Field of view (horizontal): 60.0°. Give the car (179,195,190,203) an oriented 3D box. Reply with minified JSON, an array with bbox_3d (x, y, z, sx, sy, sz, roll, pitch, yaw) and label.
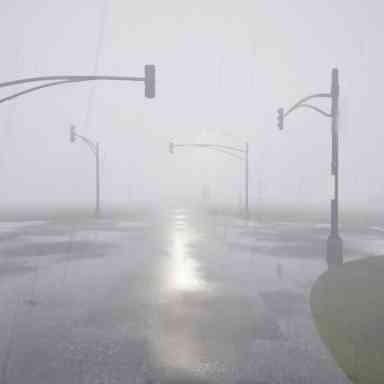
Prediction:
[{"bbox_3d":[-1.630,1.384,69.889,2.097,1.767,4.553,0,0,-3],"label":"car"}]

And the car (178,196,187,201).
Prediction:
[{"bbox_3d":[-2.234,1.559,79.963,1.895,1.301,4.718,0,0,-4],"label":"car"}]

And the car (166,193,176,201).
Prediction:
[{"bbox_3d":[-4.617,1.013,73.981,2.097,1.767,4.553,0,0,-3],"label":"car"}]
